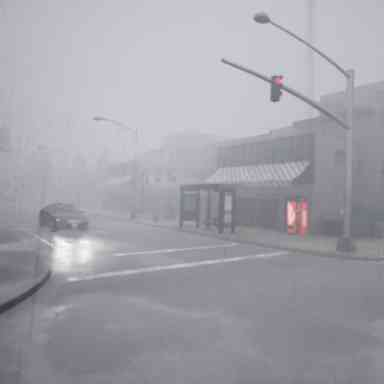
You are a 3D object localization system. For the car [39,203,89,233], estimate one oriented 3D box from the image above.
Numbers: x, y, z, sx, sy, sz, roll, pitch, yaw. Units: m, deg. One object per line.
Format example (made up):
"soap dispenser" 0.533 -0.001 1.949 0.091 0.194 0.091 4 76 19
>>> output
"car" -7.358 1.416 18.912 2.128 1.511 4.902 2 -1 -35
